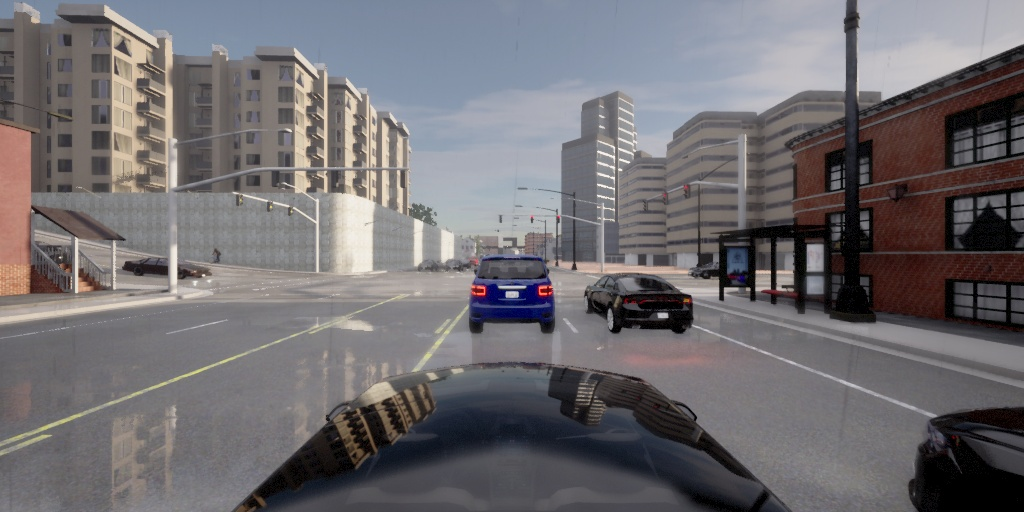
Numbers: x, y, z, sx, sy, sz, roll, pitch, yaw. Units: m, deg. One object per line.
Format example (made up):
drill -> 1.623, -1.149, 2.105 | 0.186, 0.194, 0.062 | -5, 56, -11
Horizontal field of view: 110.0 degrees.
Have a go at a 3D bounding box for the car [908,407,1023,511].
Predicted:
car -> 3.608, 1.240, 0.350 | 2.128, 1.511, 4.902 | 0, 0, 0

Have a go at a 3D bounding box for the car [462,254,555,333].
car -> -0.007, 0.971, 10.858 | 2.150, 2.045, 5.566 | 0, 0, 0

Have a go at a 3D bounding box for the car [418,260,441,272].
car -> -11.017, 1.241, 47.227 | 2.128, 1.511, 4.902 | 0, 0, 0

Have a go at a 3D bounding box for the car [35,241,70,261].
car -> -35.482, -0.392, 26.615 | 4.181, 1.385, 1.994 | 10, 0, -1

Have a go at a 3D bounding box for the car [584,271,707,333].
car -> 3.494, 1.228, 10.798 | 1.882, 1.535, 5.008 | 0, 0, 0

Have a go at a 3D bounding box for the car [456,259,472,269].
car -> -7.602, 1.228, 56.760 | 1.882, 1.535, 5.008 | 0, 0, 0

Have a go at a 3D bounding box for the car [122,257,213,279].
car -> -25.632, 0.837, 26.738 | 5.357, 1.411, 2.033 | 5, 0, -1

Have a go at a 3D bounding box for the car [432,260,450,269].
car -> -11.104, 1.351, 56.491 | 1.895, 1.301, 4.718 | 0, 0, 0

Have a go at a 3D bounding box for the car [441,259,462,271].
car -> -7.520, 1.241, 47.329 | 2.128, 1.511, 4.902 | 0, 0, 0

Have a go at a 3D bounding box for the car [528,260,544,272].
car -> 3.113, 1.275, 47.618 | 1.812, 1.442, 4.674 | 0, 0, 0

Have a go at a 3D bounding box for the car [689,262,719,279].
car -> 17.840, 1.241, 30.990 | 4.902, 1.511, 2.128 | 0, 0, -1

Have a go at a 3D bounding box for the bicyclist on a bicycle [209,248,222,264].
bicyclist on a bicycle -> -31.073, 0.029, 37.679 | 0.582, 1.620, 1.656 | 6, 0, 0
